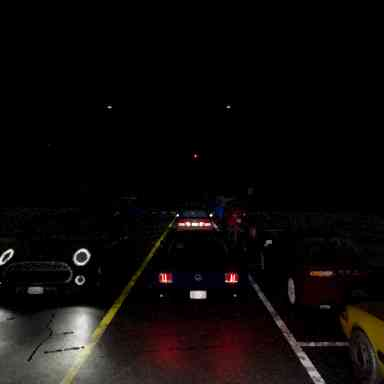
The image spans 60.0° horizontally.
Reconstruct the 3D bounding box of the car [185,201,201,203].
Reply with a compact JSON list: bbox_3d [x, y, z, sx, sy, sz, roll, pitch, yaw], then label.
[{"bbox_3d":[0.055,1.482,27.758,1.882,1.535,5.008,0,0,0],"label":"car"}]

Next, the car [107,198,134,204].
[{"bbox_3d":[-5.715,1.444,24.080,1.967,1.590,4.097,0,0,0],"label":"car"}]

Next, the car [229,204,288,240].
[{"bbox_3d":[2.787,1.441,13.187,1.967,1.590,4.097,0,0,0],"label":"car"}]

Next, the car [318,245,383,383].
[{"bbox_3d":[2.765,1.525,2.482,1.752,1.417,4.829,0,0,0],"label":"car"}]

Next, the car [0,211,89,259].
[{"bbox_3d":[-5.738,1.567,13.205,1.947,1.339,4.313,0,0,0],"label":"car"}]

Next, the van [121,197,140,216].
[{"bbox_3d":[-5.704,1.346,29.518,1.690,1.788,3.998,0,0,0],"label":"van"}]

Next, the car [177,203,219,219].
[{"bbox_3d":[0.134,1.549,17.930,2.033,1.411,5.357,0,0,0],"label":"car"}]

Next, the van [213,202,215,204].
[{"bbox_3d":[2.822,1.346,29.500,1.690,1.788,3.998,0,0,0],"label":"van"}]

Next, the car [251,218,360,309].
[{"bbox_3d":[2.776,1.545,7.750,1.887,1.381,4.507,0,0,0],"label":"car"}]

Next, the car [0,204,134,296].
[{"bbox_3d":[-3.079,1.352,8.810,2.097,1.767,4.553,0,0,0],"label":"car"}]

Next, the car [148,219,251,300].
[{"bbox_3d":[0.117,1.601,8.340,1.895,1.301,4.718,0,0,0],"label":"car"}]

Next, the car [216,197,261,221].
[{"bbox_3d":[2.799,1.317,18.625,2.192,1.841,5.009,0,0,0],"label":"car"}]
